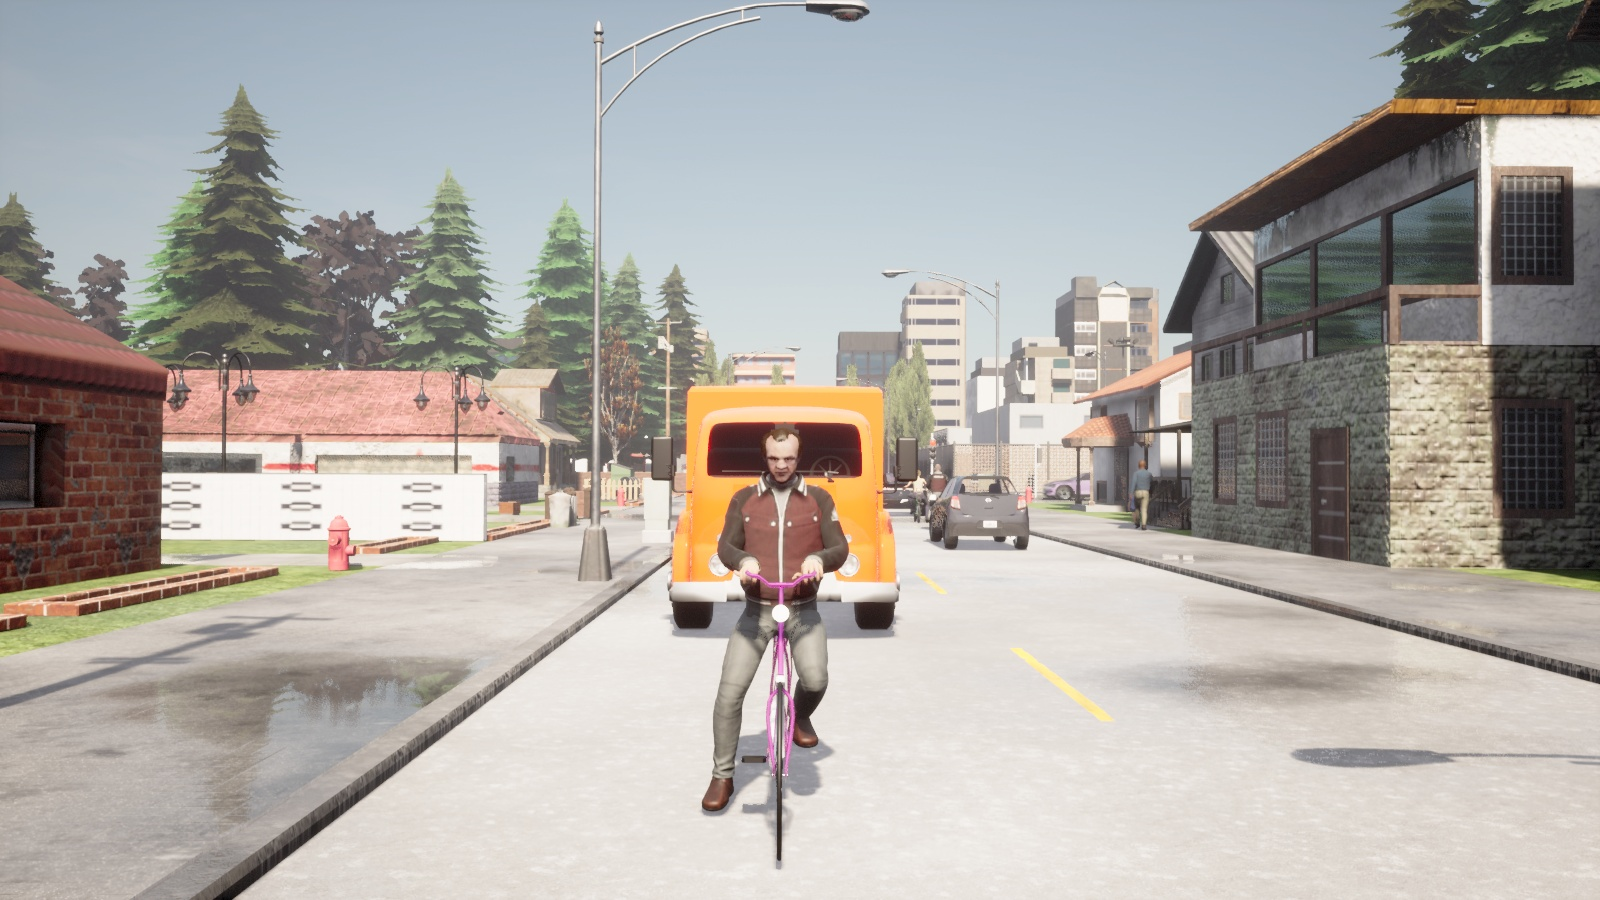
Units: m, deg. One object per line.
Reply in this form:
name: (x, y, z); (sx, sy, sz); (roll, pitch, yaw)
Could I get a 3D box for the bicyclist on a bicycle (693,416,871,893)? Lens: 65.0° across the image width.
bicyclist on a bicycle: (-0.079, 0.780, 5.614); (0.659, 1.776, 1.843); (0, -1, -1)

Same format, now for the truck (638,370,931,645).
truck: (-0.168, 0.563, 13.922); (2.627, 2.467, 5.204); (0, -1, -1)

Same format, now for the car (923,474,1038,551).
car: (3.705, 1.256, 26.394); (1.845, 1.501, 3.633); (0, -1, -1)

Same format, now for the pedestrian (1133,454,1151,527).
pedestrian: (8.675, 1.023, 31.858); (0.370, 1.835, 0.726); (0, -1, 10)

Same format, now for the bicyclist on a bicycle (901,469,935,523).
bicyclist on a bicycle: (3.580, 1.378, 38.293); (0.866, 1.612, 1.509); (0, -1, -1)

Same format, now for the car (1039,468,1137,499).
car: (15.787, 1.837, 69.010); (4.856, 1.649, 2.033); (0, -1, -1)

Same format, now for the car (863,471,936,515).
car: (3.519, 1.516, 45.323); (2.128, 1.511, 4.902); (0, -1, -1)
